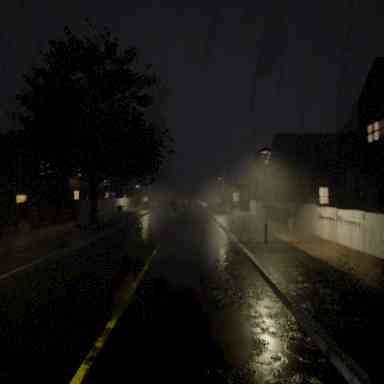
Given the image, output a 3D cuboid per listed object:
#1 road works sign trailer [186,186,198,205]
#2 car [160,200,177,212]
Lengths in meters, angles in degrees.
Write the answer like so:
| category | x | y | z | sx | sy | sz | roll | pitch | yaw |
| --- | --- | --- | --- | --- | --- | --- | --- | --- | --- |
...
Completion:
| category | x | y | z | sx | sy | sz | roll | pitch | yaw |
| --- | --- | --- | --- | --- | --- | --- | --- | --- | --- |
| road works sign trailer | 0.003 | 0.710 | 65.472 | 2.380 | 3.560 | 2.880 | 0 | 0 | 1 |
| car | -2.835 | 1.640 | 41.187 | 2.033 | 1.411 | 5.357 | 0 | 0 | 0 |
